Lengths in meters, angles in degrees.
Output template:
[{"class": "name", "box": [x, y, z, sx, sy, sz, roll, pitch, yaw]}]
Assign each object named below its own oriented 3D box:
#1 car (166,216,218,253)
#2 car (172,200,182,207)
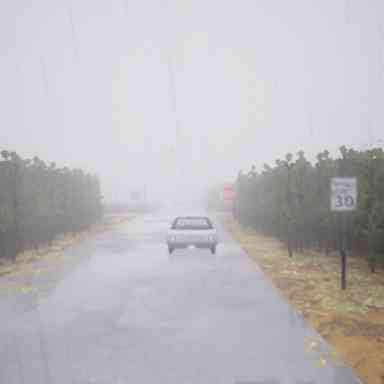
[{"class": "car", "box": [0.002, 1.670, 14.109, 1.895, 1.301, 4.718, 0, 0, 0]}, {"class": "car", "box": [-3.102, 2.323, 68.807, 2.033, 1.411, 5.357, 0, -1, 0]}]
